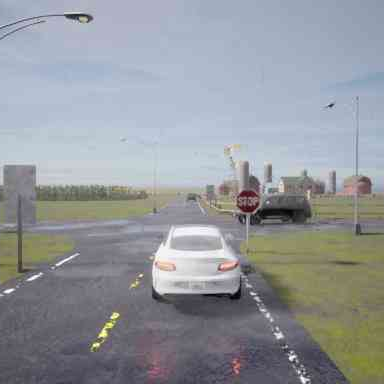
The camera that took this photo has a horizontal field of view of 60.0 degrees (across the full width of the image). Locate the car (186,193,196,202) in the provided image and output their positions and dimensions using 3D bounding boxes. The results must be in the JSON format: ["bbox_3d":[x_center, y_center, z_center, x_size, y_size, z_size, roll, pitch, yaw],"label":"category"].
[{"bbox_3d":[-0.158,1.229,78.676,2.150,2.045,5.566,0,0,0],"label":"car"}]

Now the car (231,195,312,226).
[{"bbox_3d":[5.597,1.208,23.343,5.566,2.045,2.150,0,0,-13],"label":"car"}]

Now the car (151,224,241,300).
[{"bbox_3d":[0.084,1.524,8.277,1.812,1.442,4.674,0,0,0],"label":"car"}]
